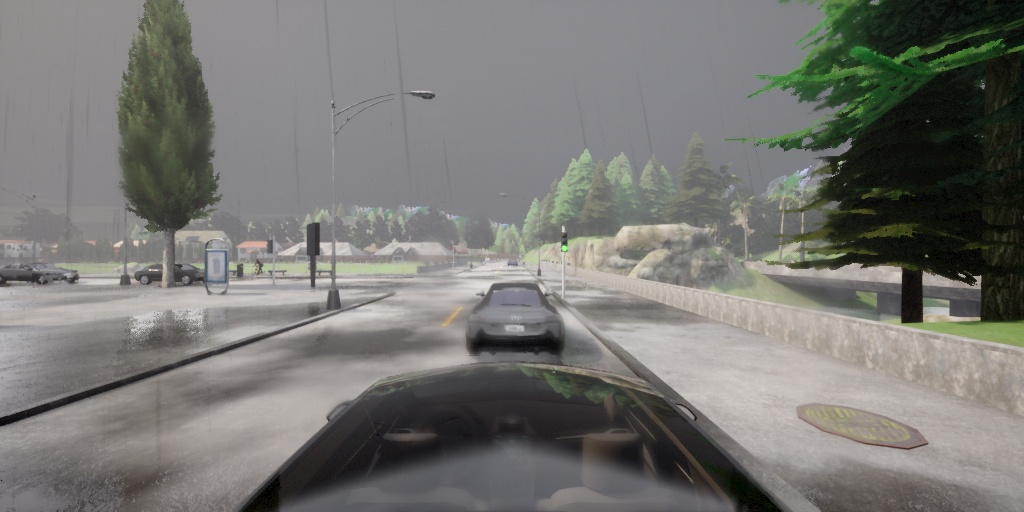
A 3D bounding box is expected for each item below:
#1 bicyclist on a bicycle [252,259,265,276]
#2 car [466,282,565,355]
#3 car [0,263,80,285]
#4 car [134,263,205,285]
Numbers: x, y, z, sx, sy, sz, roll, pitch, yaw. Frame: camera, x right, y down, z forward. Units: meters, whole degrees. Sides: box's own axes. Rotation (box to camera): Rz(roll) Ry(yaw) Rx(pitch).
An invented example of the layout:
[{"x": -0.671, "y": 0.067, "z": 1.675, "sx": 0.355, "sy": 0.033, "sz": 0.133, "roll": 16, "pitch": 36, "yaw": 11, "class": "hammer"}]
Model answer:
[{"x": -24.104, "y": 1.098, "z": 34.095, "sx": 0.582, "sy": 1.620, "sz": 1.656, "roll": 0, "pitch": 0, "yaw": 0, "class": "bicyclist on a bicycle"}, {"x": 0.071, "y": 1.314, "z": 8.660, "sx": 1.994, "sy": 1.385, "sz": 4.181, "roll": 0, "pitch": 0, "yaw": 0, "class": "car"}, {"x": -34.127, "y": 1.241, "z": 25.699, "sx": 4.902, "sy": 1.511, "sz": 2.128, "roll": 0, "pitch": 0, "yaw": 0, "class": "car"}, {"x": -24.027, "y": 1.254, "z": 25.697, "sx": 4.892, "sy": 1.490, "sz": 1.837, "roll": 0, "pitch": 0, "yaw": 0, "class": "car"}]
